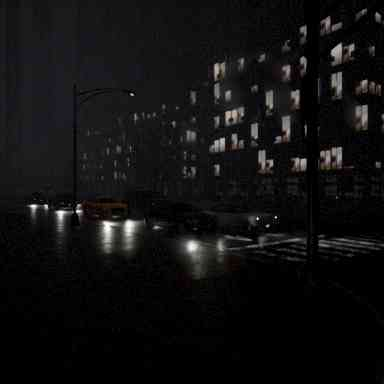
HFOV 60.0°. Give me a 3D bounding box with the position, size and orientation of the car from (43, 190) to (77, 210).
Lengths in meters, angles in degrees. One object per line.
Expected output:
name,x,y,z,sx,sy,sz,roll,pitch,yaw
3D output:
car,-12.828,0.897,32.755,1.837,1.490,4.892,0,1,-38

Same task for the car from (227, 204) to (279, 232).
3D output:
car,2.463,1.366,18.554,1.895,1.301,4.718,0,1,-39

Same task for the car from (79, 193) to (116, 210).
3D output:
car,-9.759,0.880,34.116,1.882,1.535,5.008,0,1,-38

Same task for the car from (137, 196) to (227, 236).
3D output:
car,-0.704,1.229,17.297,1.882,1.535,5.008,0,1,-37

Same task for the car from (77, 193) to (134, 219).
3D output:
car,-6.551,1.056,24.742,1.882,1.535,5.008,0,1,-38

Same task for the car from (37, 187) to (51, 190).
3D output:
car,-28.548,-0.027,63.726,2.150,2.045,5.566,0,1,-38

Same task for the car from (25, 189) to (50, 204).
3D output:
car,-19.193,0.706,40.968,1.837,1.490,4.892,0,1,-37

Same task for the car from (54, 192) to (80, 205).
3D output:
car,-15.836,0.747,41.937,1.812,1.442,4.674,0,1,-38

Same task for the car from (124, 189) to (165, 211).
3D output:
car,-3.569,0.808,26.206,2.150,2.045,5.566,0,1,-38
